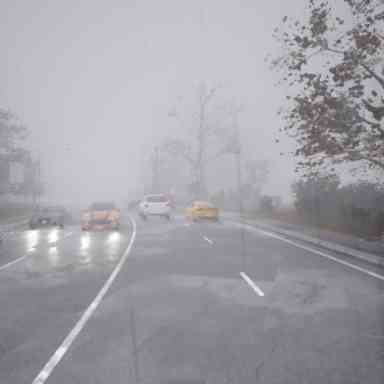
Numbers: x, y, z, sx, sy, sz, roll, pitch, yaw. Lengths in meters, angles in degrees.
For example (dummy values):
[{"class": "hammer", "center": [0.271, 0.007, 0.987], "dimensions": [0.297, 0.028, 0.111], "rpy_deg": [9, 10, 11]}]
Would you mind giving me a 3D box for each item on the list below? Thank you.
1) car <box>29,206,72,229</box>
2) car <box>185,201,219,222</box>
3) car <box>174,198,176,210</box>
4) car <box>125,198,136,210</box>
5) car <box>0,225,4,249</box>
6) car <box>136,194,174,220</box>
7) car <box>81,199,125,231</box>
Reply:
[{"class": "car", "center": [-9.284, 1.619, 22.089], "dimensions": [1.994, 1.385, 4.181], "rpy_deg": [0, 0, -10]}, {"class": "car", "center": [0.708, 1.464, 26.318], "dimensions": [1.882, 1.535, 5.008], "rpy_deg": [0, 0, -11]}, {"class": "car", "center": [-3.695, 1.222, 42.801], "dimensions": [2.150, 2.045, 5.566], "rpy_deg": [-1, 0, -18]}, {"class": "car", "center": [-7.579, 1.543, 43.255], "dimensions": [1.837, 1.490, 4.892], "rpy_deg": [0, 0, -19]}, {"class": "car", "center": [-7.655, 1.528, 10.216], "dimensions": [2.128, 1.511, 4.902], "rpy_deg": [0, 0, -5]}, {"class": "car", "center": [-3.259, 1.232, 28.215], "dimensions": [2.150, 2.045, 5.566], "rpy_deg": [0, 0, -13]}, {"class": "car", "center": [-5.504, 1.382, 20.695], "dimensions": [2.097, 1.767, 4.553], "rpy_deg": [0, 0, -10]}]
